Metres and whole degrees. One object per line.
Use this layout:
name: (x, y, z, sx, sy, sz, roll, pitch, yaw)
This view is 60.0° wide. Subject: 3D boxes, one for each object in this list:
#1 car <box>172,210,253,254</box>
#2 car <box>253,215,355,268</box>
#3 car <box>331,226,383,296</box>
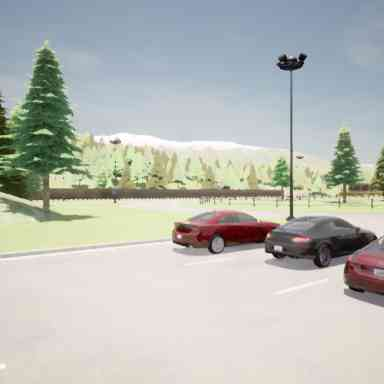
car: (1.566, 1.475, 13.517, 5.008, 1.535, 1.882, 0, 0, -35)
car: (4.458, 1.523, 11.272, 4.674, 1.442, 1.812, 0, 0, -35)
car: (5.386, 1.561, 7.651, 4.181, 1.385, 1.994, 0, 0, -34)
